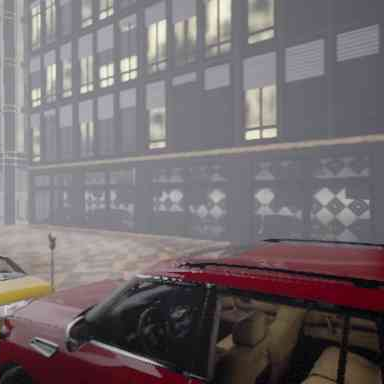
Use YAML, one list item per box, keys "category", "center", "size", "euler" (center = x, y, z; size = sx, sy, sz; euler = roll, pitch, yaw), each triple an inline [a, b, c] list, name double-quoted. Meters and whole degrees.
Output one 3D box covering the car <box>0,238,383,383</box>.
- category: "car"
  center: [0.443, 1.326, 2.551]
  size: [5.009, 1.841, 2.192]
  euler: [-1, 0, 36]
